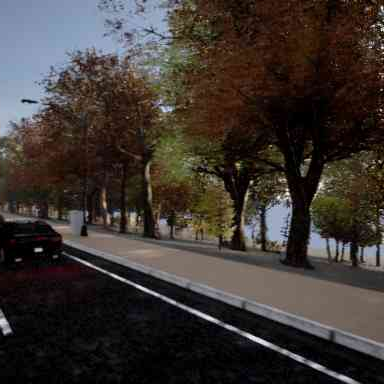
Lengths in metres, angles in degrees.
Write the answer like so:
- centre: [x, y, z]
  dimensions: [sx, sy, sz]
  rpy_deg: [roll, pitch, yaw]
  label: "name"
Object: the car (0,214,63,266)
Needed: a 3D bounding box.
- centre: [-6.656, 1.854, 13.271]
  dimensions: [1.882, 1.535, 5.008]
  rpy_deg: [2, -2, -36]
  label: "car"
